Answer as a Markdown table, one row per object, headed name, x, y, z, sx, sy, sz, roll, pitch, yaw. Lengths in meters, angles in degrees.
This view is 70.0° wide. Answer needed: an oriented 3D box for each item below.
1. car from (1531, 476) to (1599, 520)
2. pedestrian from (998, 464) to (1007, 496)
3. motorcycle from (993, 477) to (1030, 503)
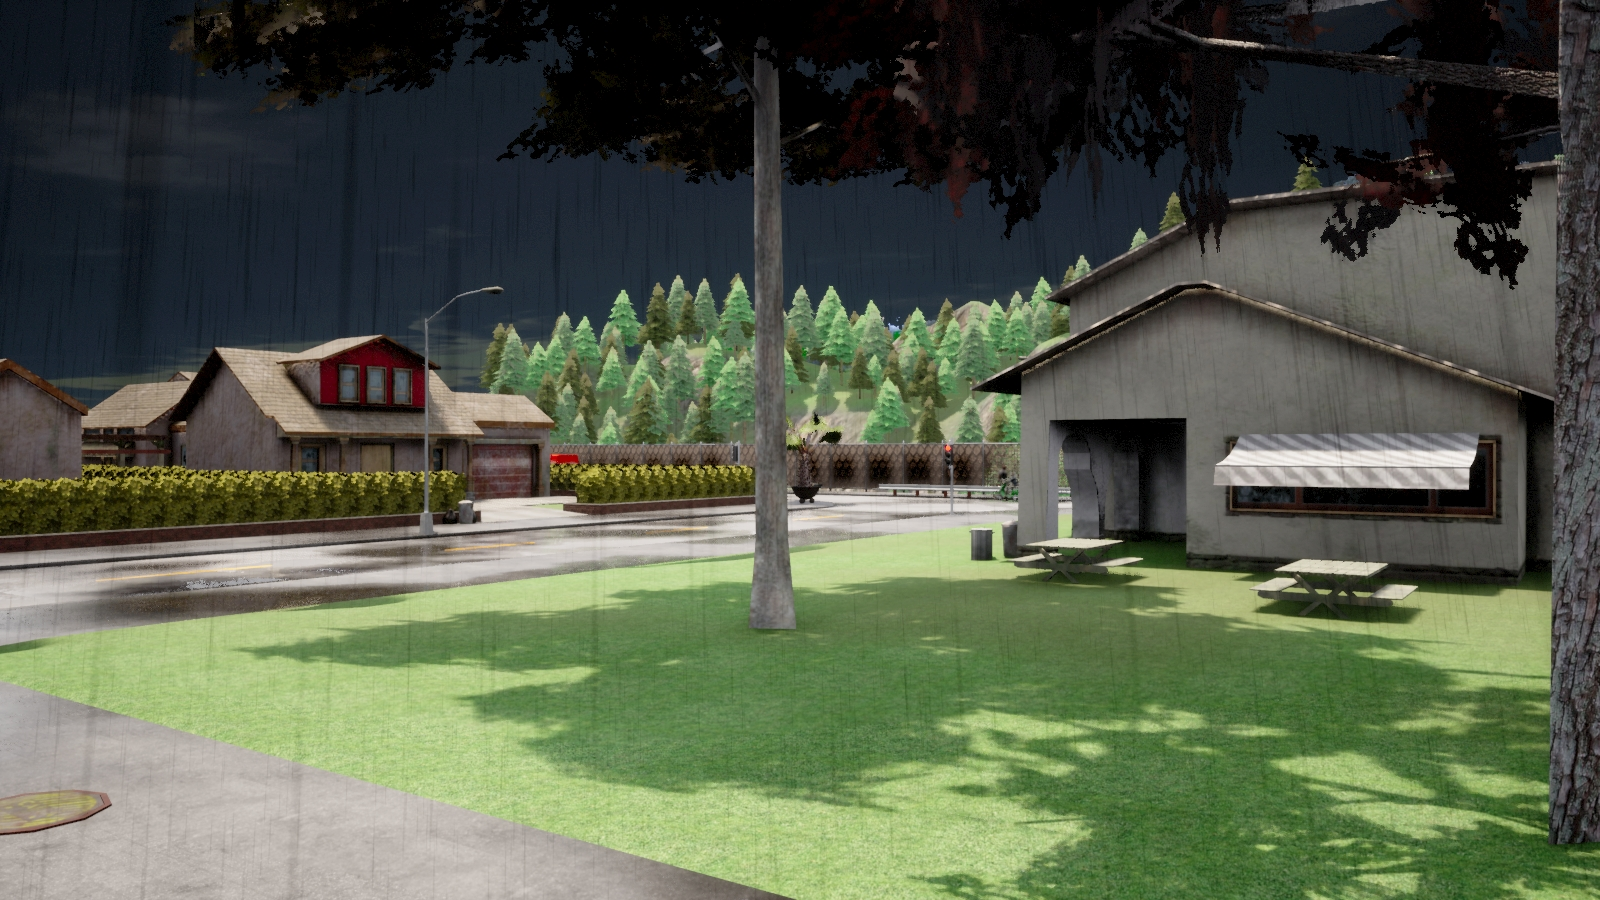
| name | x | y | z | sx | sy | sz | roll | pitch | yaw |
| --- | --- | --- | --- | --- | --- | --- | --- | --- | --- |
| car | 32.727 | 1.968 | 46.822 | 4.611 | 1.667 | 2.242 | 0 | 0 | 35 |
| pedestrian | 11.951 | 1.745 | 67.344 | 0.375 | 1.860 | 0.375 | 0 | 0 | 35 |
| motorcycle | 11.407 | 2.142 | 61.672 | 1.805 | 1.316 | 0.856 | 0 | 0 | 35 |
